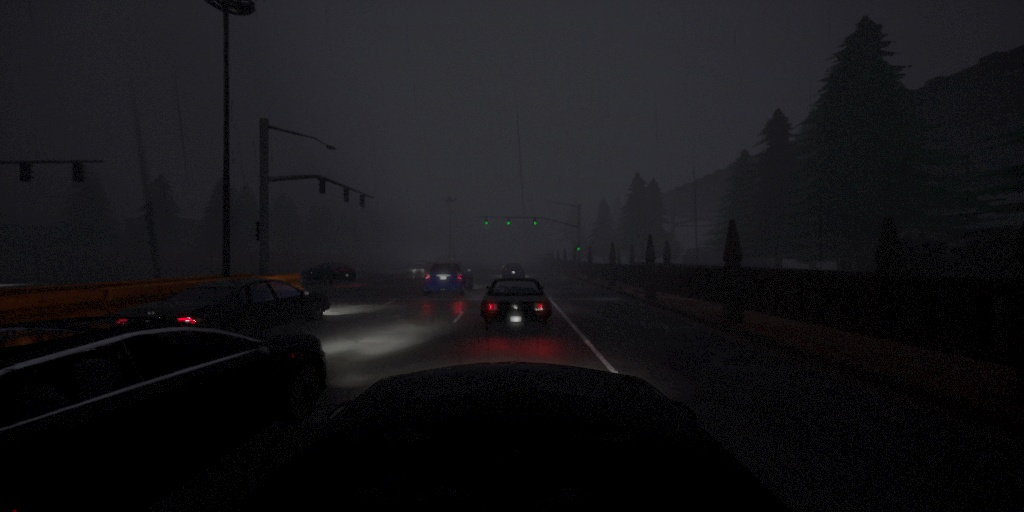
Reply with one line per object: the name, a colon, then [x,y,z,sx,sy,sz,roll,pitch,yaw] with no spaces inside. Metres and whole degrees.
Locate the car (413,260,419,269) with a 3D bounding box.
car: [-14.010,1.291,55.701,1.812,1.442,4.674,0,0,0]

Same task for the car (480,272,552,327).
car: [0.108,1.354,11.537,1.895,1.301,4.718,0,0,0]

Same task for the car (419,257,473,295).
car: [-3.384,1.107,19.807,2.097,1.767,4.553,0,0,0]

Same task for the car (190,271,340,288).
car: [-6.894,1.299,9.384,2.033,1.411,5.357,0,0,0]

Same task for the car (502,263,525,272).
car: [0.126,1.324,31.994,1.994,1.385,4.181,0,0,0]

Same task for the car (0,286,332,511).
car: [-3.395,1.242,2.865,2.128,1.511,4.902,0,0,0]

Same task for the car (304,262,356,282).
car: [-13.975,1.234,27.284,5.008,1.535,1.882,0,-1,34]
